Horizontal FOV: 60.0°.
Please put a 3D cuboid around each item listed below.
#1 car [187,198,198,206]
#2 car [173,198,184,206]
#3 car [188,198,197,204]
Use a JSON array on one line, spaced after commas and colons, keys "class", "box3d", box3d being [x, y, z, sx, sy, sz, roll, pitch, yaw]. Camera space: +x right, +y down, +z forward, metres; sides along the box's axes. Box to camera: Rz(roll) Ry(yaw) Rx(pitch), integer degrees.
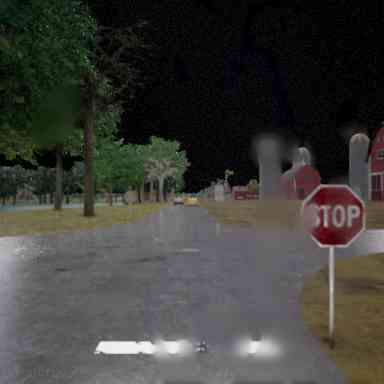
[{"class": "car", "box3d": [0.125, 1.824, 60.889, 1.882, 1.535, 5.008, 0, -1, 0]}, {"class": "car", "box3d": [-2.615, 1.891, 65.483, 1.882, 1.535, 5.008, 0, -1, 0]}, {"class": "car", "box3d": [0.148, 1.933, 71.340, 1.895, 1.301, 4.718, 0, -1, 0]}]
